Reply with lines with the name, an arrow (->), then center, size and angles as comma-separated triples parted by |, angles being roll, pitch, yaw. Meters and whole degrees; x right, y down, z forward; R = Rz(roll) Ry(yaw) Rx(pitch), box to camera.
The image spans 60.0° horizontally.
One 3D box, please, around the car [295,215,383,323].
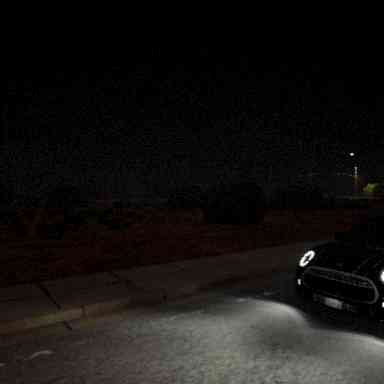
car -> 4.259, 1.306, 7.008 | 4.553, 1.767, 2.097 | 0, 1, -35
